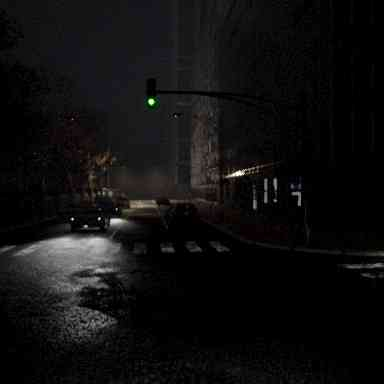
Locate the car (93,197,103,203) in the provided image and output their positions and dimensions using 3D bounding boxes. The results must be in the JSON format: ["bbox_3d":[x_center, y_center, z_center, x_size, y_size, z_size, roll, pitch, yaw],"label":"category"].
[{"bbox_3d":[-10.372,1.521,32.729,2.008,1.369,4.403,0,0,-8],"label":"car"}]

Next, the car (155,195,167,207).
[{"bbox_3d":[-4.294,1.513,50.724,1.947,1.339,4.313,0,0,-8],"label":"car"}]

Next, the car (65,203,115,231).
[{"bbox_3d":[-6.160,1.582,20.594,1.895,1.301,4.718,0,0,-7],"label":"car"}]

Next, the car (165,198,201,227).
[{"bbox_3d":[-0.576,1.418,22.563,1.967,1.590,4.097,0,0,-8],"label":"car"}]

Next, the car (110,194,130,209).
[{"bbox_3d":[-9.237,1.435,44.041,1.882,1.535,5.008,0,0,-7],"label":"car"}]

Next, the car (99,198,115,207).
[{"bbox_3d":[-12.604,1.531,49.630,1.802,1.307,4.206,0,0,-8],"label":"car"}]

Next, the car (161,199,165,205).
[{"bbox_3d":[-1.320,1.539,28.195,1.947,1.339,4.313,0,0,-8],"label":"car"}]

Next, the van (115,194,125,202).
[{"bbox_3d":[-15.578,1.241,72.169,1.690,1.788,3.998,0,0,-8],"label":"van"}]

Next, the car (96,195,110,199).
[{"bbox_3d":[-11.859,1.273,43.997,2.192,1.841,5.009,0,0,-8],"label":"car"}]

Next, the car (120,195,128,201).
[{"bbox_3d":[-17.067,1.448,83.438,1.802,1.307,4.206,0,0,-8],"label":"car"}]

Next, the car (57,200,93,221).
[{"bbox_3d":[-9.628,1.520,27.095,1.887,1.381,4.507,0,0,-8],"label":"car"}]

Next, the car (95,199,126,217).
[{"bbox_3d":[-7.516,1.572,30.870,1.895,1.301,4.718,0,0,-7],"label":"car"}]
